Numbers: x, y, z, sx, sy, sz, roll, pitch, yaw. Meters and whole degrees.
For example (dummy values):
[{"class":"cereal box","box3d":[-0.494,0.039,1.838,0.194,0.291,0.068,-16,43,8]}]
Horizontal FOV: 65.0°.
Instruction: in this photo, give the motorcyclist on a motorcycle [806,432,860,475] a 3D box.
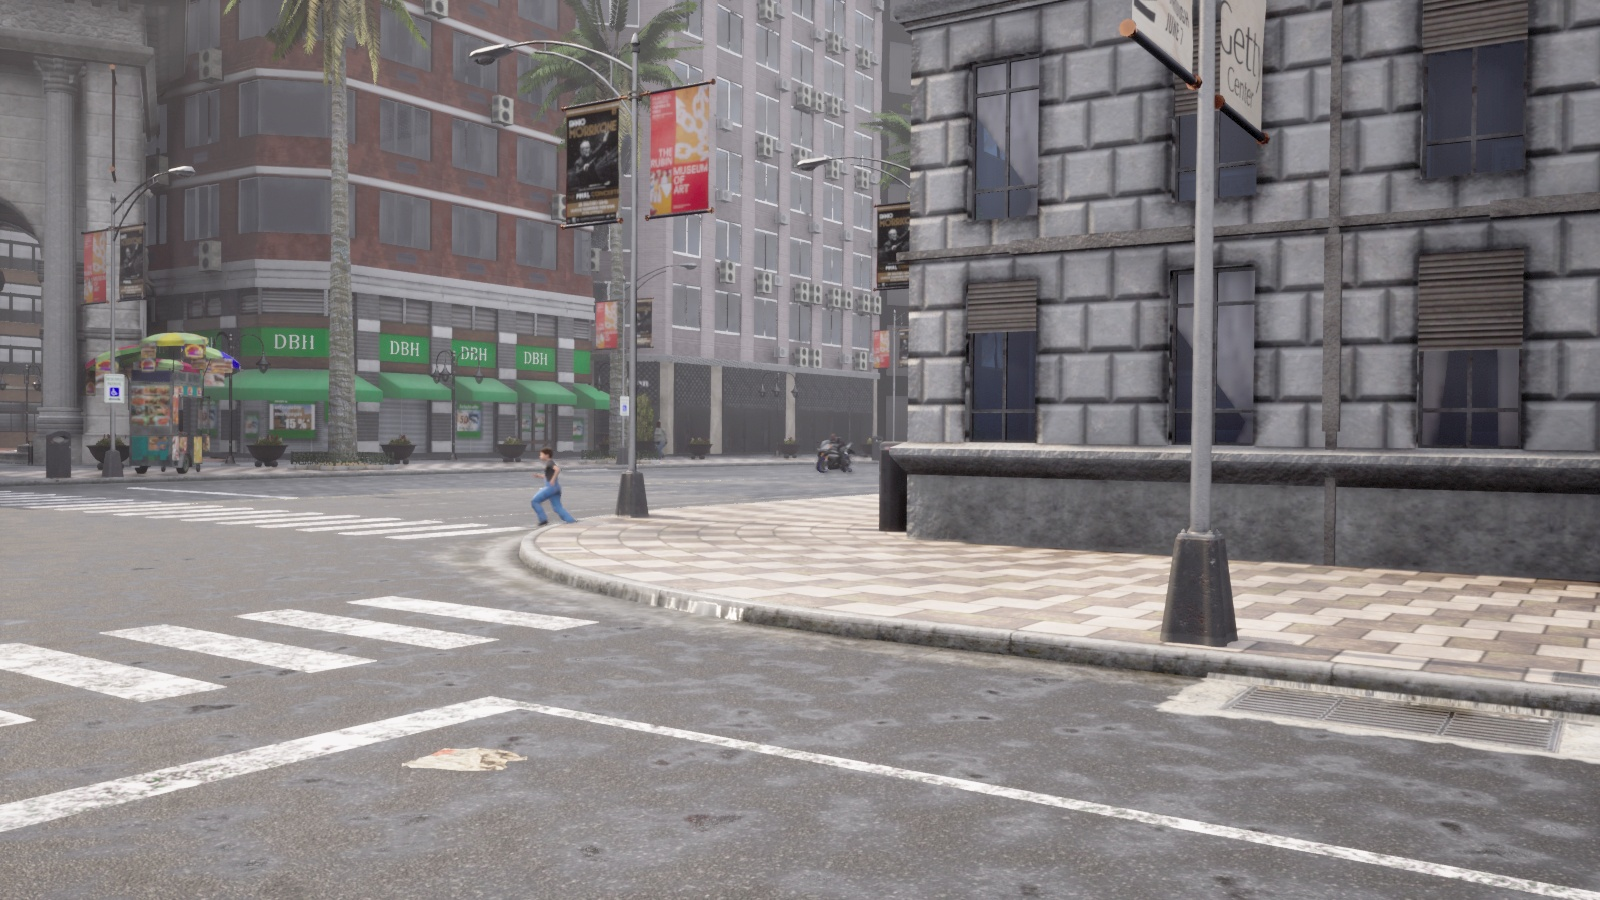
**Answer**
[{"class":"motorcyclist on a motorcycle","box3d":[1.250,0.116,46.803,0.866,1.530,2.191,0,1,37]}]

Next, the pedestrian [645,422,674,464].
[{"class":"pedestrian","box3d":[-6.258,-0.318,55.884,0.874,1.855,0.900,0,1,45]}]

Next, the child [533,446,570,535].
[{"class":"child","box3d":[-3.595,0.580,18.161,0.437,1.263,0.270,0,1,8]}]
